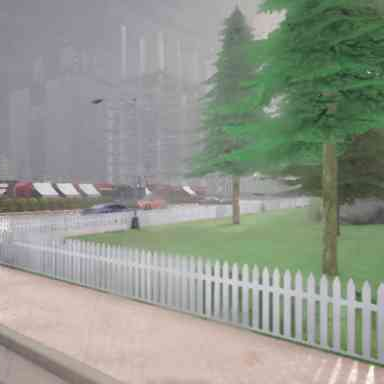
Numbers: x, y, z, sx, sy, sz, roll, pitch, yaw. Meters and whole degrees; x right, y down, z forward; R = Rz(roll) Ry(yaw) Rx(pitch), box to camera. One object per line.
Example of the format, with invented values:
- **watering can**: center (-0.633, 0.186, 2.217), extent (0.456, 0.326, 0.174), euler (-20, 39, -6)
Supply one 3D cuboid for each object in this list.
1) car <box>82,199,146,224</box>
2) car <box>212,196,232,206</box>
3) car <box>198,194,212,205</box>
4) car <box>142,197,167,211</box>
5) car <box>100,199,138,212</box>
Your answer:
- **car**: center (-5.817, 1.500, 24.237), extent (1.812, 1.442, 4.674), euler (0, 0, 35)
- **car**: center (5.829, 1.472, 54.022), extent (2.128, 1.511, 4.902), euler (0, 0, 34)
- **car**: center (2.907, 1.495, 55.950), extent (1.812, 1.442, 4.674), euler (0, 0, 34)
- **car**: center (-4.932, 1.316, 38.277), extent (2.097, 1.767, 4.553), euler (0, 0, 34)
- **car**: center (-8.563, 1.524, 39.160), extent (1.994, 1.385, 4.181), euler (0, 0, 34)
